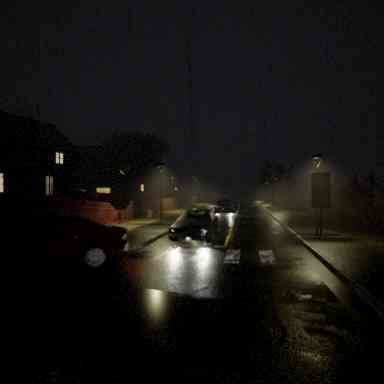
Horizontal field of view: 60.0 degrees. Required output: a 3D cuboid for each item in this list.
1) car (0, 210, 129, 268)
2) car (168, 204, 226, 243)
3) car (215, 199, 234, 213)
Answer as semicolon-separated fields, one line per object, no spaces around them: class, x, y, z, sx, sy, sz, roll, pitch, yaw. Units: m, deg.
car;-4.369;1.258;9.673;5.008;1.535;1.882;6;-1;-24
car;0.304;1.540;16.393;2.033;1.411;5.357;0;0;10
car;3.566;1.496;36.611;1.812;1.442;4.674;0;0;9
